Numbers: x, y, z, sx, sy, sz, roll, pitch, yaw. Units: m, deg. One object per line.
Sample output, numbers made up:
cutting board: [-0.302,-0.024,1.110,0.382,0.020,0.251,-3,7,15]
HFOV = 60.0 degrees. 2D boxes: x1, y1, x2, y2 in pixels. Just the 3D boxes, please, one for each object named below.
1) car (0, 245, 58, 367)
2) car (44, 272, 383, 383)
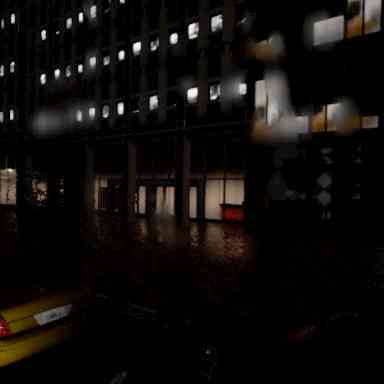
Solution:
car: [-3.572,1.449,5.457,4.829,1.417,1.752,1,1,36]
car: [1.171,1.439,2.027,4.097,1.590,1.967,1,1,36]
